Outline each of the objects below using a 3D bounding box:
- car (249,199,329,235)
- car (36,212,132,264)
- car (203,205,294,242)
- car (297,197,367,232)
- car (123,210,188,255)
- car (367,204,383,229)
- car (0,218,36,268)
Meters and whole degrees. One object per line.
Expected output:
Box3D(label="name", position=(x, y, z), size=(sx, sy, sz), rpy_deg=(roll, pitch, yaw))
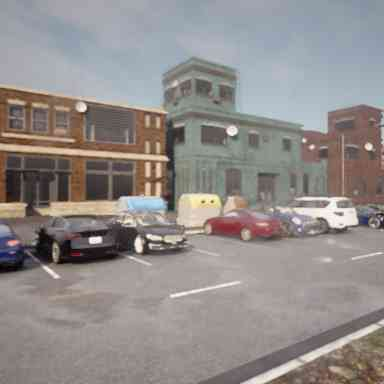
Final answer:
Box3D(label="car", position=(4.816, 1.444, 18.646), size=(2.185, 1.767, 4.553), rpy_deg=(0, 0, -35))
Box3D(label="car", position=(-4.320, 1.535, 12.156), size=(2.163, 1.488, 4.792), rpy_deg=(0, 0, -35))
Box3D(label="car", position=(2.495, 1.591, 16.955), size=(2.002, 1.452, 4.674), rpy_deg=(0, 0, -35))
Box3D(label="car", position=(7.112, 1.336, 20.271), size=(2.435, 2.045, 5.566), rpy_deg=(0, 0, -35))
Box3D(label="car", position=(-2.041, 1.521, 13.747), size=(2.231, 1.521, 4.892), rpy_deg=(0, 0, -35))
Box3D(label="car", position=(11.678, 1.656, 23.442), size=(2.163, 1.488, 4.792), rpy_deg=(0, 0, -35))
Box3D(label="car", position=(-6.568, 1.532, 10.521), size=(2.002, 1.452, 4.674), rpy_deg=(0, 0, -35))
